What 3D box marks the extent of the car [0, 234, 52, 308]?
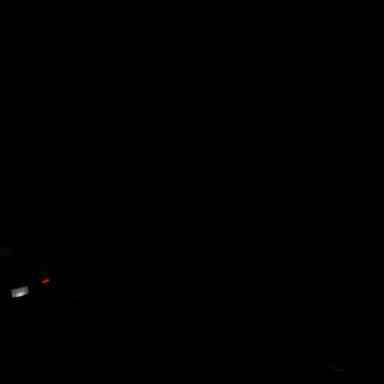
[{"bbox_3d":[-4.895,1.606,7.181,4.674,1.442,1.812,-1,0,35],"label":"car"}]
